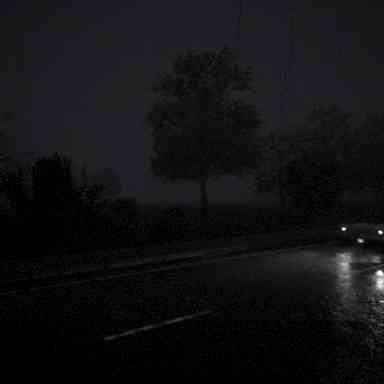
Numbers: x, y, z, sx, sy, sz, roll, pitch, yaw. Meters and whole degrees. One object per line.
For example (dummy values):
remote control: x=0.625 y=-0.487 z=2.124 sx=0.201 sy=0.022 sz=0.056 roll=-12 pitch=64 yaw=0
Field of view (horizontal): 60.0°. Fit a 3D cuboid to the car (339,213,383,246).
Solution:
car: x=8.380 y=1.592 z=14.271 sx=4.718 sy=1.301 sz=1.895 roll=0 pitch=0 yaw=-35
